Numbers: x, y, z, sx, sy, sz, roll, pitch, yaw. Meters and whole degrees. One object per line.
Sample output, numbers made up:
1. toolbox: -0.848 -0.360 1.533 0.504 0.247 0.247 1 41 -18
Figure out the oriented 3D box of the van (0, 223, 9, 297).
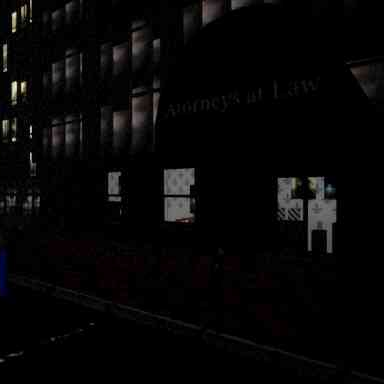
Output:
1. van: -5.345 1.341 6.686 3.998 1.788 1.690 0 0 35
